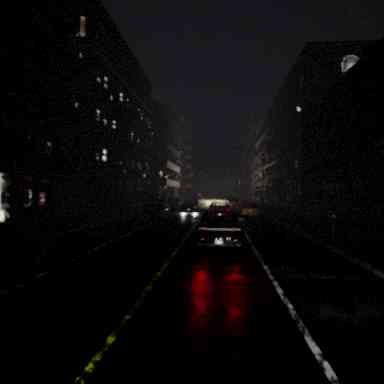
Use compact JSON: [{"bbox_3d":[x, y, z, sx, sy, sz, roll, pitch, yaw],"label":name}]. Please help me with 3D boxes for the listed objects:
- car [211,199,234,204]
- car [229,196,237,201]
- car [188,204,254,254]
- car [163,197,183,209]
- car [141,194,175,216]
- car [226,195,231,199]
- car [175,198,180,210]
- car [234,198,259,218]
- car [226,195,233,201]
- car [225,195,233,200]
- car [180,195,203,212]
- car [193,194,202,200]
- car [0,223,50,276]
[{"bbox_3d":[2.456,1.551,29.843,1.895,1.301,4.718,1,0,5],"label":"car"},{"bbox_3d":[6.005,1.521,41.310,1.887,1.381,4.507,1,0,5],"label":"car"},{"bbox_3d":[1.111,1.469,13.578,2.128,1.511,4.902,1,0,5],"label":"car"},{"bbox_3d":[-2.345,1.370,42.005,1.887,1.381,4.507,1,0,5],"label":"car"},{"bbox_3d":[-3.270,1.160,30.770,2.192,1.841,5.009,1,0,5],"label":"car"},{"bbox_3d":[7.865,1.487,63.777,2.008,1.369,4.403,1,0,5],"label":"car"},{"bbox_3d":[-2.808,1.275,36.386,1.967,1.590,4.097,1,0,5],"label":"car"},{"bbox_3d":[5.089,1.521,30.245,1.752,1.417,4.829,1,0,5],"label":"car"},{"bbox_3d":[9.740,1.419,86.414,1.752,1.417,4.829,1,0,5],"label":"car"},{"bbox_3d":[10.190,1.449,91.862,1.947,1.339,4.313,1,0,5],"label":"car"},{"bbox_3d":[-0.102,1.428,37.094,2.033,1.411,5.357,1,0,5],"label":"car"},{"bbox_3d":[1.374,1.293,86.941,2.008,1.369,4.403,1,0,5],"label":"car"},{"bbox_3d":[-5.136,1.464,8.302,1.802,1.307,4.206,1,0,5],"label":"car"}]
